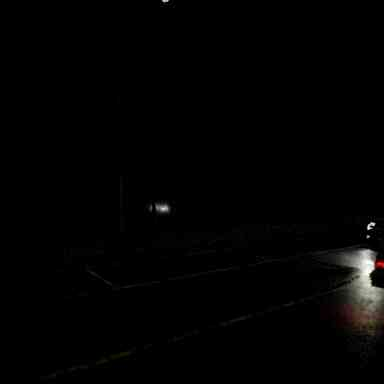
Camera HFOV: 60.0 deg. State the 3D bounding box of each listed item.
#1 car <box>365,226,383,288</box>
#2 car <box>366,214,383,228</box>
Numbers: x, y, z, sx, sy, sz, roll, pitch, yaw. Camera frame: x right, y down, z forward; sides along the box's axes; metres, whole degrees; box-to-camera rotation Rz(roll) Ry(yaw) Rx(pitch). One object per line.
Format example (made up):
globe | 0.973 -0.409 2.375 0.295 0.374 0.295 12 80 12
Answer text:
car | 6.266 1.545 7.770 5.357 1.411 2.033 0 0 -35
car | 9.151 1.349 13.753 4.553 1.767 2.097 0 0 -35
